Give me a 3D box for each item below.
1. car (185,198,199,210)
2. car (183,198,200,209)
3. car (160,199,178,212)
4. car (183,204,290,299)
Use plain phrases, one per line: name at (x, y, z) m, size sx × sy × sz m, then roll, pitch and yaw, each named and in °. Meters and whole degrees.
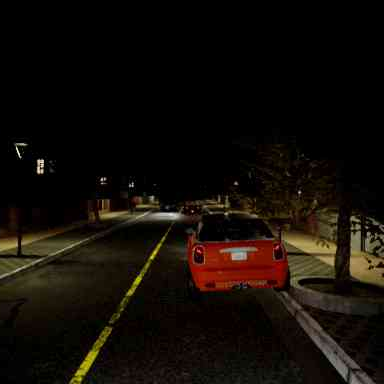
car at (0.040, 1.614, 45.547) m, size 1.812 × 1.442 × 4.674 m, roll 0°, pitch 0°, yaw 1°
car at (0.061, 1.663, 35.845) m, size 1.895 × 1.301 × 4.718 m, roll 0°, pitch 0°, yaw 0°
car at (-2.763, 1.564, 39.840) m, size 2.128 × 1.511 × 4.902 m, roll 0°, pitch 0°, yaw 0°
car at (0.919, 1.312, 8.631) m, size 2.097 × 1.767 × 4.553 m, roll -3°, pitch -1°, yaw 0°
